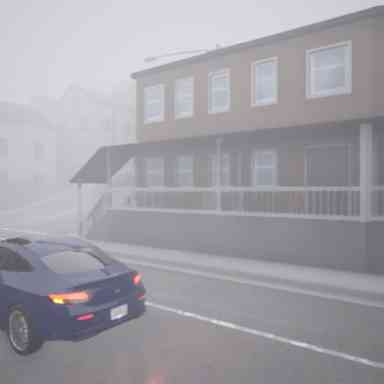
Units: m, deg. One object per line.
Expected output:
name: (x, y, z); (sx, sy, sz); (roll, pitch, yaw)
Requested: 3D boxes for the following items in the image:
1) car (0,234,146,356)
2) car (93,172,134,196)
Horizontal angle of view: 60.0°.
car: (-2.887, 1.515, 6.026); (4.674, 1.442, 1.812); (0, 0, 36)
car: (-7.810, -0.913, 33.373); (2.128, 1.511, 4.902); (0, 21, 34)
